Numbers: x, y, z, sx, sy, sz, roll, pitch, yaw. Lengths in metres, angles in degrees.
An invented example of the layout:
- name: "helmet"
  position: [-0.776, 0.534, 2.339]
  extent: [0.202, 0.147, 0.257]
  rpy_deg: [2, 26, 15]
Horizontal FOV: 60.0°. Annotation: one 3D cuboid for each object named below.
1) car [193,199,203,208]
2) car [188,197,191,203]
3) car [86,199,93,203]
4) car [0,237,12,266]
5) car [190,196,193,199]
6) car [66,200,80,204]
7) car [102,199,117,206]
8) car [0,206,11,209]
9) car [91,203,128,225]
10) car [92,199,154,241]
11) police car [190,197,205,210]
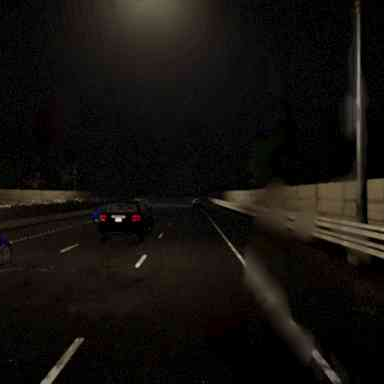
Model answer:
- name: "car"
  position: [1.050, 2.116, 63.021]
  extent: [1.801, 1.575, 5.366]
  rpy_deg: [0, 0, 0]
- name: "car"
  position: [-0.001, 2.247, 88.493]
  extent: [2.128, 1.511, 4.902]
  rpy_deg: [0, 0, 0]
- name: "car"
  position: [-21.001, 2.172, 70.747]
  extent: [1.882, 1.535, 5.008]
  rpy_deg: [0, 0, 0]
- name: "car"
  position: [-6.901, 1.626, 9.158]
  extent: [1.812, 1.442, 4.674]
  rpy_deg: [0, -1, 0]
- name: "car"
  position: [1.050, 2.162, 69.020]
  extent: [1.801, 1.575, 5.366]
  rpy_deg: [0, 0, 0]
- name: "car"
  position: [-24.501, 2.252, 68.529]
  extent: [1.994, 1.385, 4.181]
  rpy_deg: [0, 0, 0]
- name: "car"
  position: [-17.501, 2.195, 70.747]
  extent: [1.837, 1.490, 4.892]
  rpy_deg: [0, 0, 0]
- name: "car"
  position: [-17.599, 1.925, 30.020]
  extent: [1.895, 1.301, 4.718]
  rpy_deg: [0, -1, 0]
- name: "car"
  position: [-6.901, 1.784, 28.299]
  extent: [1.882, 1.535, 5.008]
  rpy_deg: [0, -1, 0]
- name: "car"
  position: [-3.400, 1.418, 18.066]
  extent: [2.150, 2.045, 5.566]
  rpy_deg: [0, -1, 0]
- name: "police car"
  position: [1.050, 1.993, 52.942]
  extent: [1.930, 1.638, 5.238]
  rpy_deg: [0, -1, 0]
